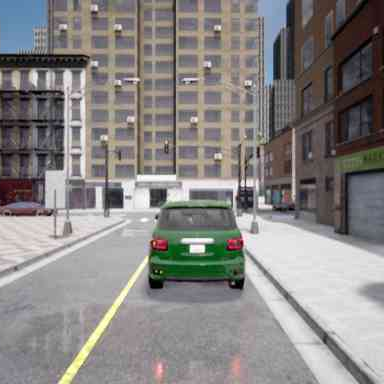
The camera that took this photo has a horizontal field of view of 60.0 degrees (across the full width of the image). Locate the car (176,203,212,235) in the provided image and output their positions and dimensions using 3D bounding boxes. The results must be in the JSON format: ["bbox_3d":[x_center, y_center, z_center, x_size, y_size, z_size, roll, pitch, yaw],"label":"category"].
[{"bbox_3d":[0.061,1.485,19.754,1.837,1.490,4.892,0,0,-1],"label":"car"}]

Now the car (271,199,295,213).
[{"bbox_3d":[11.017,1.406,34.259,5.357,1.411,2.033,-1,0,-1],"label":"car"}]

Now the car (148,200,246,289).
[{"bbox_3d":[0.096,1.214,9.258,2.150,2.045,5.566,0,0,0],"label":"car"}]

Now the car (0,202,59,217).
[{"bbox_3d":[-15.228,1.626,30.742,5.357,1.411,2.033,0,0,3],"label":"car"}]
